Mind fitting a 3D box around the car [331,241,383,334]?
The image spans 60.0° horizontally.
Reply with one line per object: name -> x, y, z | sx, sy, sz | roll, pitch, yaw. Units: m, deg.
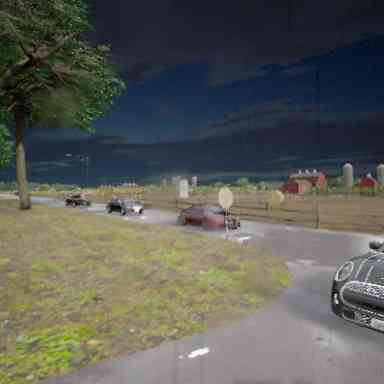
car -> 4.635, 1.391, 6.208 | 4.553, 1.767, 2.097 | 1, 0, -35

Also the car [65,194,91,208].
car -> -13.518, 0.974, 39.335 | 1.882, 1.535, 5.008 | -1, 1, -36

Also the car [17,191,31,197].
car -> -41.948, 0.399, 83.865 | 1.882, 1.535, 5.008 | -1, 1, -36

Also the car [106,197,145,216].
car -> -5.800, 1.165, 28.541 | 2.128, 1.511, 4.902 | -1, 1, -36

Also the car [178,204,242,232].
car -> 0.917, 1.412, 19.189 | 1.994, 1.385, 4.181 | -1, 1, -35
